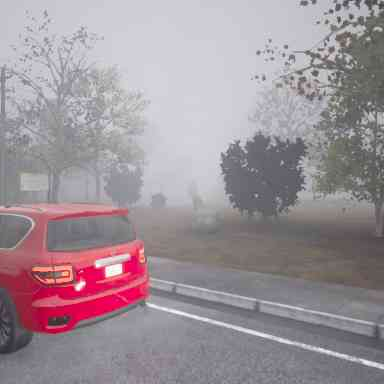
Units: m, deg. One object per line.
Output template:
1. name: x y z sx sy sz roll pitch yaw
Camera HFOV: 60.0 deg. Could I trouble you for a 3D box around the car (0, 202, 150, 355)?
1. car: -3.313 1.221 6.343 5.566 2.045 2.150 0 0 35
